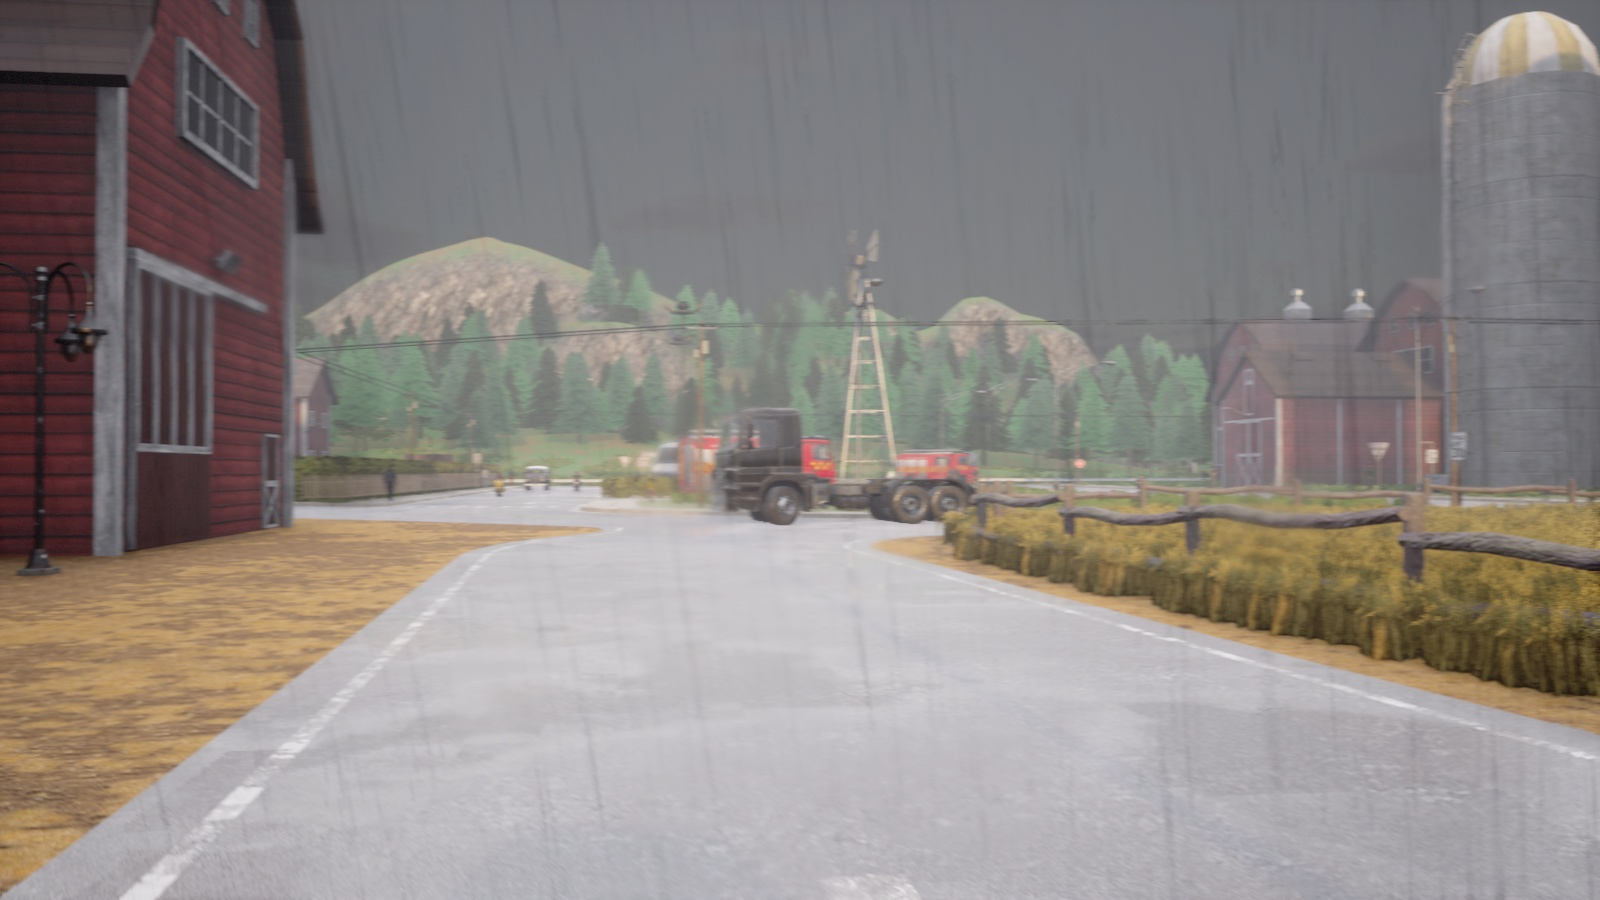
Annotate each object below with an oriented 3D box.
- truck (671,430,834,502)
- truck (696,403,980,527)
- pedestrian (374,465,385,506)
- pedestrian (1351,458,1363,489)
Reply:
[{"bbox_3d":[-2.608,0.856,69.537,8.468,3.827,2.891,0,-1,-24],"label":"truck"},{"bbox_3d":[1.086,0.445,37.450,7.936,3.462,2.891,0,-1,-15],"label":"truck"},{"bbox_3d":[-20.192,1.692,60.340,0.423,1.949,0.788,0,-1,-14],"label":"pedestrian"},{"bbox_3d":[33.343,1.419,75.143,0.353,1.847,0.614,0,-1,-4],"label":"pedestrian"}]
